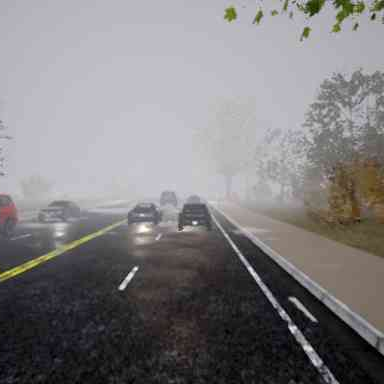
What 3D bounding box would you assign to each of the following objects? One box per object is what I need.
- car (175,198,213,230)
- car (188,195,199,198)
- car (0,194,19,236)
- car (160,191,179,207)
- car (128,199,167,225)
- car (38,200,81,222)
[{"bbox_3d":[0.166,1.359,19.988,1.837,1.490,4.892,0,0,0],"label":"car"},{"bbox_3d":[0.234,1.173,43.981,1.837,1.490,4.892,0,0,0],"label":"car"},{"bbox_3d":[-9.790,1.115,14.458,2.150,2.045,5.566,0,0,0],"label":"car"},{"bbox_3d":[-3.032,0.883,44.629,2.150,2.045,5.566,0,0,0],"label":"car"},{"bbox_3d":[-3.083,1.398,22.632,1.994,1.385,4.181,0,0,0],"label":"car"},{"bbox_3d":[-9.745,1.342,24.897,1.812,1.442,4.674,0,0,0],"label":"car"}]
